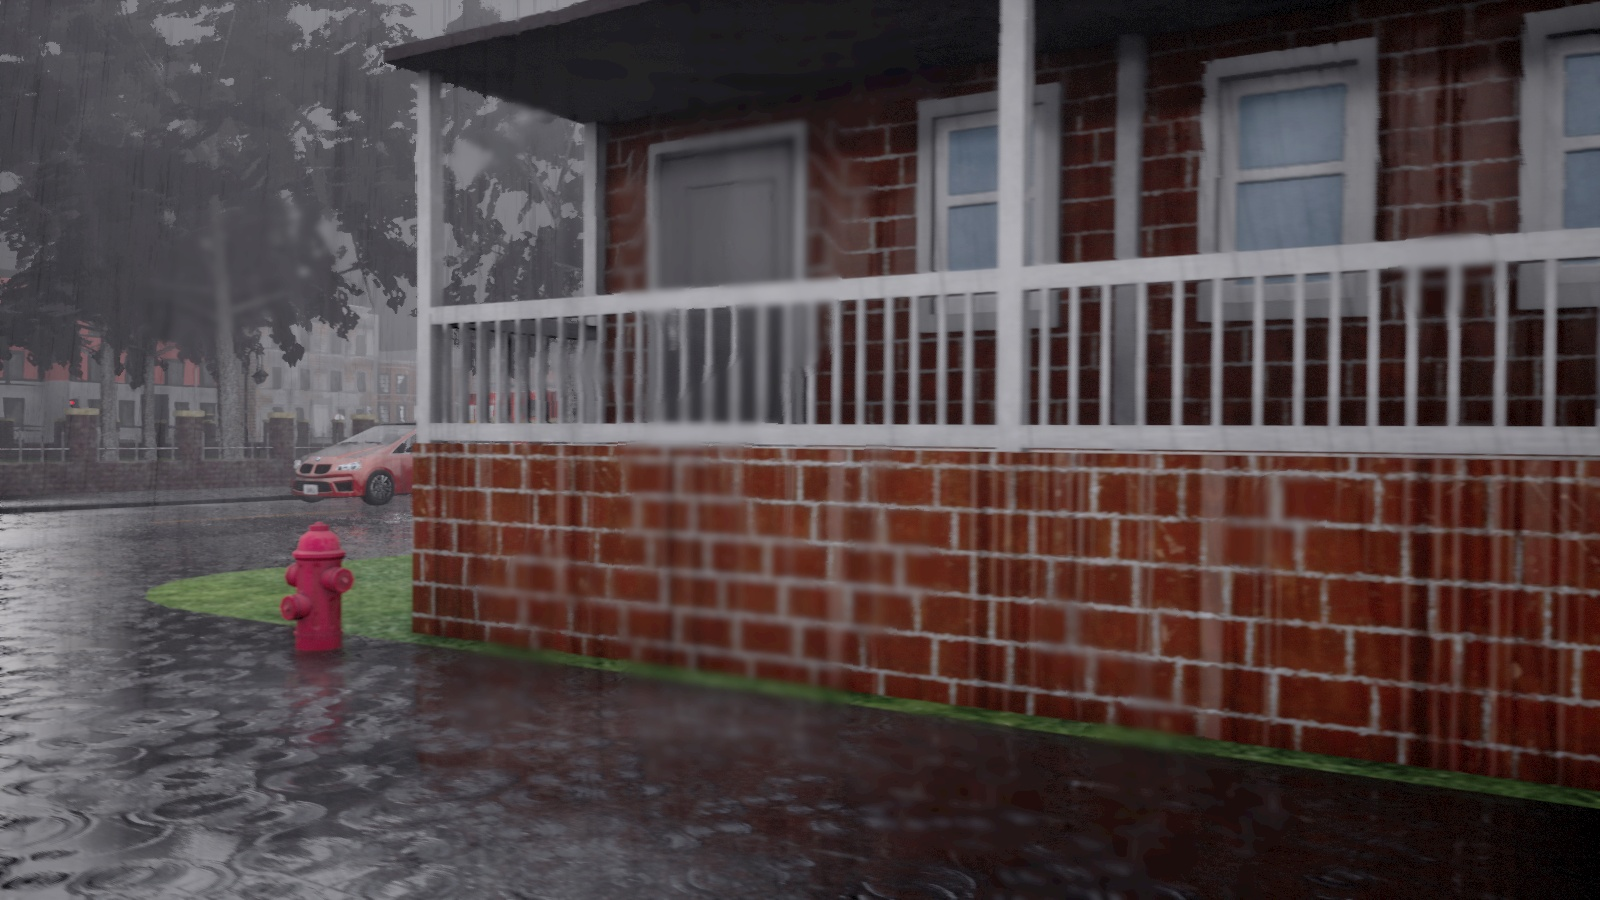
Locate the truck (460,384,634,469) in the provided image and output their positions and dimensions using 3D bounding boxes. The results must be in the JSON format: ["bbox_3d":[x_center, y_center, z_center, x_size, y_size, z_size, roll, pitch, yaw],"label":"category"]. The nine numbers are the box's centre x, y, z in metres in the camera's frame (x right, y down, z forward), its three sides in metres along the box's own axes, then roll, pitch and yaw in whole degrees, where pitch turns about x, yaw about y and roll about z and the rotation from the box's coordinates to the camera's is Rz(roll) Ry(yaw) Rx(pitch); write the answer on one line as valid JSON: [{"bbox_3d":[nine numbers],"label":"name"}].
[{"bbox_3d":[-12.276,-1.084,60.593,8.468,3.827,2.891,0,1,31],"label":"truck"}]

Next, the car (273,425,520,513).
[{"bbox_3d":[-8.338,0.323,26.383,2.242,1.667,4.611,0,1,30],"label":"car"}]
